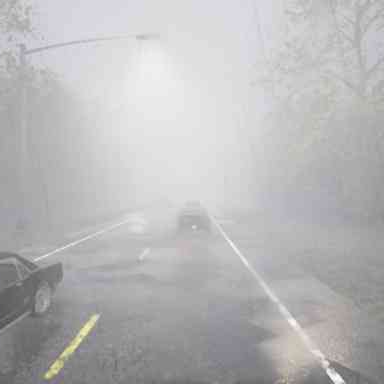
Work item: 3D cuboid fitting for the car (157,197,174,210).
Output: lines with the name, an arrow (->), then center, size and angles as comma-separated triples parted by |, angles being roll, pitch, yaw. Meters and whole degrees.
car -> -3.559, 1.478, 45.461 | 2.097, 1.767, 4.553 | 0, 0, 0

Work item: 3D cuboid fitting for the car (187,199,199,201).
car -> 0.110, 1.591, 41.174 | 1.882, 1.535, 5.008 | 0, 0, 0

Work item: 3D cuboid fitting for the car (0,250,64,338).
car -> -3.602, 1.617, 4.699 | 1.895, 1.301, 4.718 | 0, 0, 0

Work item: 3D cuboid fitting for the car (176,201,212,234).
car -> 0.104, 1.563, 19.815 | 1.837, 1.490, 4.892 | 0, 0, 0
